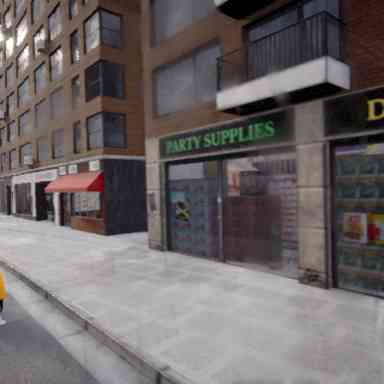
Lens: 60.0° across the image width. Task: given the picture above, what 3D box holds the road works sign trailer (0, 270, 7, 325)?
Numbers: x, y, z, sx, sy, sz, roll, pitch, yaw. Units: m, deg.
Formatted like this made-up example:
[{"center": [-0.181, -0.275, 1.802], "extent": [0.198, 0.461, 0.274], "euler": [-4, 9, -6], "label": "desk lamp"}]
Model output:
[{"center": [-4.919, 0.474, 5.955], "extent": [2.380, 3.560, 2.880], "euler": [-2, 1, -40], "label": "road works sign trailer"}]
